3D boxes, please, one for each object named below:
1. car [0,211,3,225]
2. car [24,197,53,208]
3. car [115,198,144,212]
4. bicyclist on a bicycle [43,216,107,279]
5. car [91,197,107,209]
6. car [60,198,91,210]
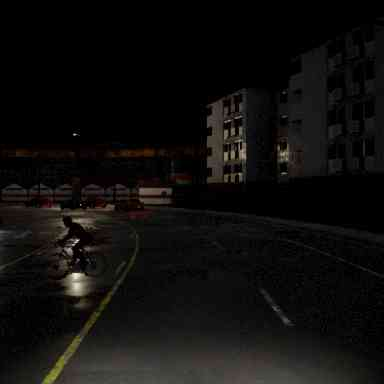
[{"bbox_3d":[-13.396,1.525,21.229,1.812,1.442,4.674,0,0,-20],"label":"car"},{"bbox_3d":[-22.189,1.477,47.971,5.008,1.535,1.882,0,0,31],"label":"car"},{"bbox_3d":[-7.383,1.478,38.927,1.882,1.535,5.008,0,0,-36],"label":"car"},{"bbox_3d":[-3.055,1.455,8.646,1.656,1.620,0.582,-2,0,-2],"label":"bicyclist on a bicycle"},{"bbox_3d":[-13.746,1.477,45.979,5.008,1.535,1.882,0,0,42],"label":"car"},{"bbox_3d":[-15.142,1.564,42.387,1.994,1.385,4.181,0,0,-45],"label":"car"}]
